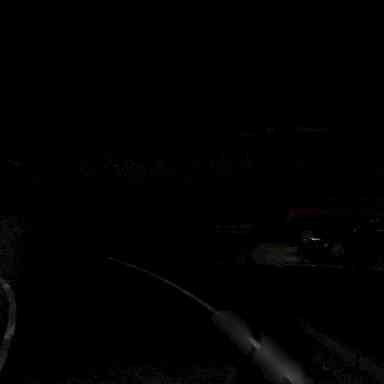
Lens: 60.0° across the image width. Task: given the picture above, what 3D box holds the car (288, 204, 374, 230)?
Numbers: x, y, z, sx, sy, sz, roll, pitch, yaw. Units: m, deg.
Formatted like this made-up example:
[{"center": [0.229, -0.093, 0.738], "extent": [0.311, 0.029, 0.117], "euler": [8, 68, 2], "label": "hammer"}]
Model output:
[{"center": [8.934, 1.593, 21.886], "extent": [4.902, 1.511, 2.128], "euler": [0, 0, 13], "label": "car"}]

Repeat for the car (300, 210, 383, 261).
[{"center": [6.548, 1.552, 11.661], "extent": [4.892, 1.490, 1.837], "euler": [0, 0, 13], "label": "car"}]

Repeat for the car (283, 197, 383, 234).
[{"center": [7.964, 1.305, 18.519], "extent": [5.566, 2.045, 2.150], "euler": [0, 0, 13], "label": "car"}]
